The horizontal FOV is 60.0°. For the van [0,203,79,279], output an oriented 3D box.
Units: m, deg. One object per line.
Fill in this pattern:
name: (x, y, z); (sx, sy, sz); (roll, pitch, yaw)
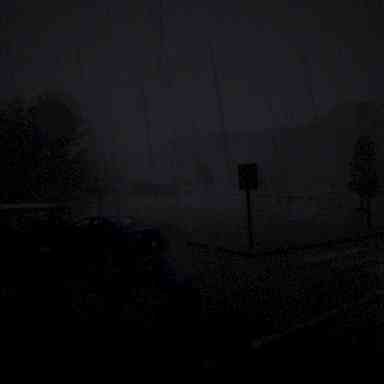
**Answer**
van: (-5.758, 1.319, 10.241); (4.442, 1.987, 1.878); (-1, -1, 34)

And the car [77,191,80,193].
car: (-17.285, -0.525, 56.869); (2.231, 1.521, 4.892); (1, 6, 14)

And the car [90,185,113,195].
car: (-14.855, -0.368, 55.174); (2.163, 1.488, 4.792); (1, 6, 15)

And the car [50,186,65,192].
car: (-24.712, -0.997, 61.665); (2.185, 1.767, 4.553); (0, 6, 13)

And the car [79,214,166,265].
car: (-3.219, 1.547, 11.917); (5.008, 1.535, 2.097); (-1, -1, 34)
